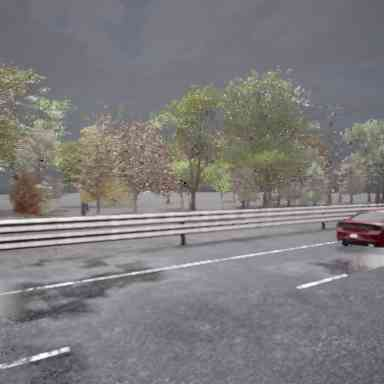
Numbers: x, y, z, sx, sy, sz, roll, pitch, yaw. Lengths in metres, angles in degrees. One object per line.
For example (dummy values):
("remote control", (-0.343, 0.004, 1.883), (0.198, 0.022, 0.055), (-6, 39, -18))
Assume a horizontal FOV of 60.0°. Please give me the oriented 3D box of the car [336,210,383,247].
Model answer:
("car", (8.008, 1.473, 13.761), (5.008, 1.535, 1.882), (0, 0, -36))
